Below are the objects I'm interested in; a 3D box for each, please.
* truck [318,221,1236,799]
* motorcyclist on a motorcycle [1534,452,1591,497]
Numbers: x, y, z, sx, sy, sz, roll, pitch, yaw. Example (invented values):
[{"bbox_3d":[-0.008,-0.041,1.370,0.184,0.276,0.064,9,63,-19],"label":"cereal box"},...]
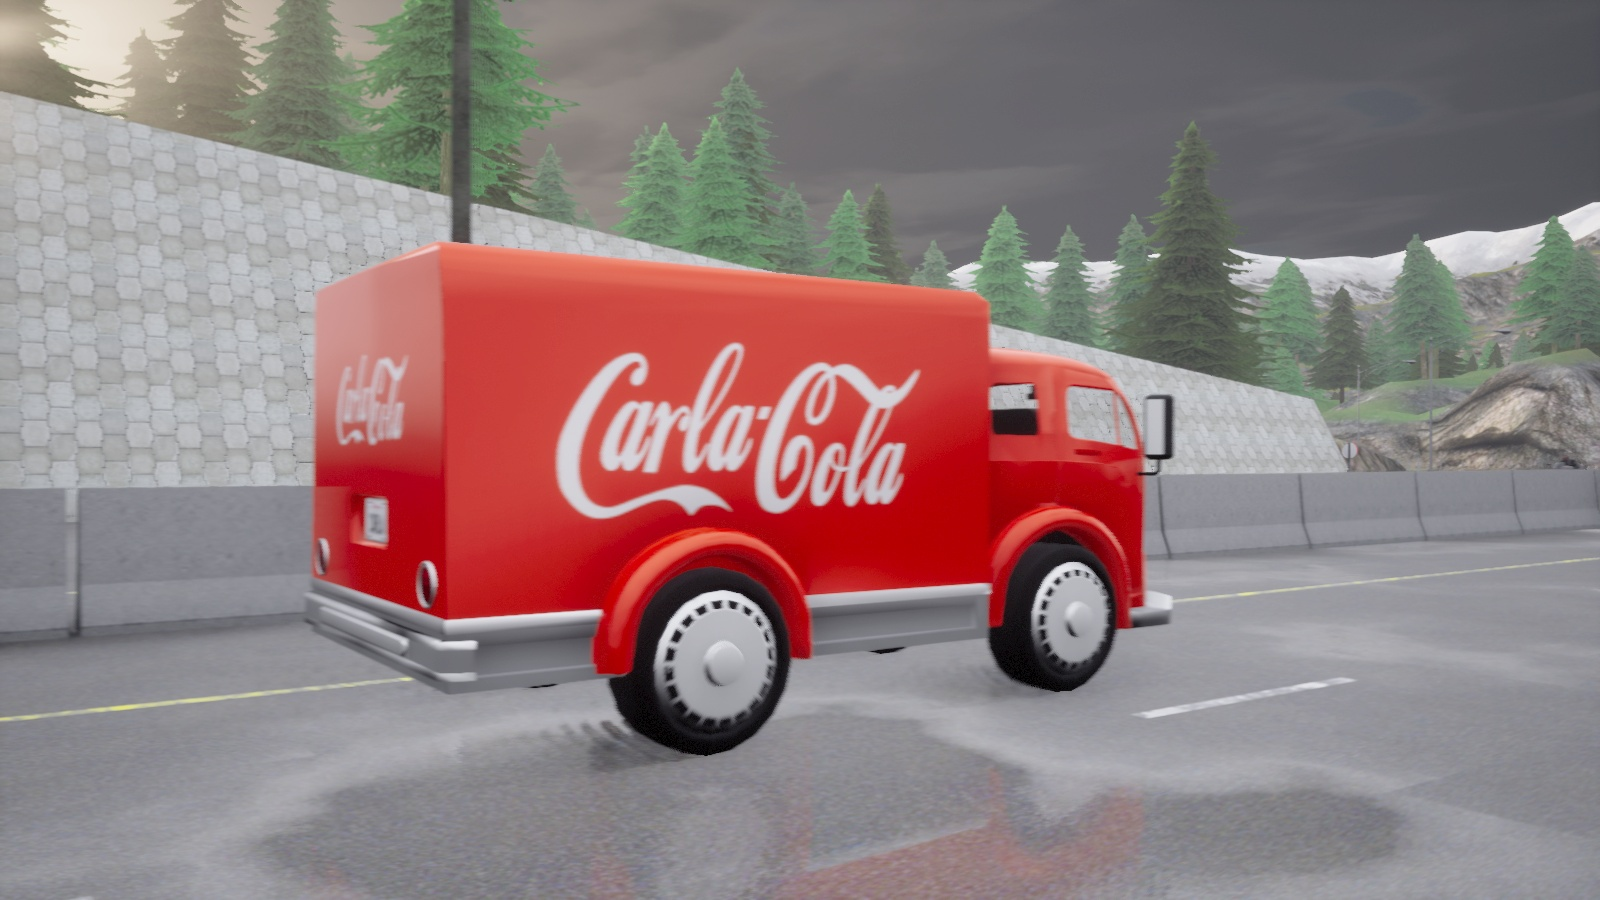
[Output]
[{"bbox_3d":[0.006,0.273,7.930,5.204,2.467,2.627,0,0,-35],"label":"truck"},{"bbox_3d":[26.286,0.830,43.276,2.191,1.530,0.866,0,0,-35],"label":"motorcyclist on a motorcycle"}]
